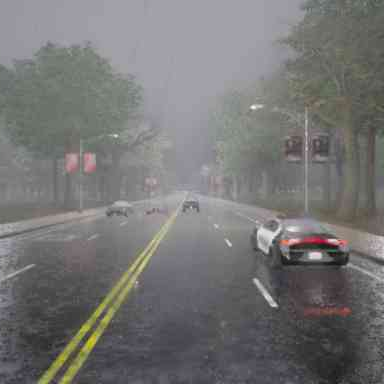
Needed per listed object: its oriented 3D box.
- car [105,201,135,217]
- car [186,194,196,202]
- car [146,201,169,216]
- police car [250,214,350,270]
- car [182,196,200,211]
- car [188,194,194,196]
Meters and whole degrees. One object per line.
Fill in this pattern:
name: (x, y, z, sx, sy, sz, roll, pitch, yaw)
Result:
car: (-6.582, 1.547, 31.151, 2.033, 1.411, 5.357, 0, 0, 0)
car: (-0.292, 1.332, 73.573, 2.097, 1.767, 4.553, 0, 0, 0)
car: (-3.323, 1.564, 32.762, 1.994, 1.385, 4.181, 0, 0, 0)
police car: (3.242, 1.505, 11.160, 2.038, 1.542, 4.974, 0, 0, 0)
car: (-0.097, 1.499, 40.011, 1.837, 1.490, 4.892, 0, -1, 0)
car: (-0.061, 1.513, 55.833, 1.812, 1.442, 4.674, 0, 0, 0)
